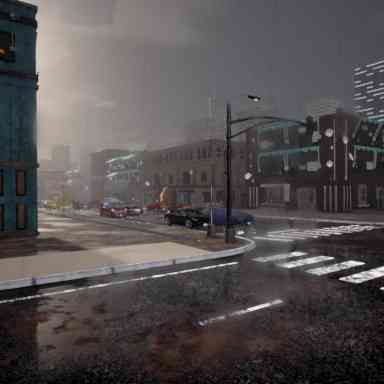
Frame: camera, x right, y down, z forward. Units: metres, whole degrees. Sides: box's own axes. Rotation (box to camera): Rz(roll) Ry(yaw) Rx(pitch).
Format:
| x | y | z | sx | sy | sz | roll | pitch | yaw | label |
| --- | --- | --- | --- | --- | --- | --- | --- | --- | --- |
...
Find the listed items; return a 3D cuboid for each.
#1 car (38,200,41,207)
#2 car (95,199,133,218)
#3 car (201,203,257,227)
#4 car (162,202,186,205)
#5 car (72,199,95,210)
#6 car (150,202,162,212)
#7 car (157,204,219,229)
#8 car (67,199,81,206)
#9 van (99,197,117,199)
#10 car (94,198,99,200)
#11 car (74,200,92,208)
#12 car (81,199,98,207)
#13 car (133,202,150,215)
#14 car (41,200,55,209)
| x | y | z | sx | sy | sz | roll | pitch | yaw | label |
| --- | --- | --- | --- | --- | --- | --- | --- | --- | --- |
| -30.738 | 2.376 | 66.778 | 2.008 | 1.369 | 4.403 | -1 | 0 | -35 | car |
| -8.311 | 1.846 | 35.184 | 1.967 | 1.590 | 4.097 | -1 | 0 | -35 | car |
| 2.334 | 1.759 | 24.682 | 2.033 | 1.411 | 5.357 | -1 | 0 | -35 | car |
| -1.476 | 1.904 | 40.037 | 1.802 | 1.307 | 4.206 | -2 | 0 | -35 | car |
| -17.699 | 2.132 | 53.073 | 2.128 | 1.511 | 4.902 | -1 | 0 | -35 | car |
| -4.679 | 1.966 | 44.550 | 1.802 | 1.307 | 4.206 | -2 | 0 | -35 | car |
| -0.374 | 1.815 | 23.799 | 1.947 | 1.339 | 4.313 | -1 | 0 | -35 | car |
| -27.110 | 2.364 | 76.144 | 1.947 | 1.339 | 4.313 | -1 | 0 | -35 | car |
| -14.298 | 1.907 | 58.090 | 1.690 | 1.788 | 3.998 | -1 | 0 | -35 | van |
| -17.503 | 1.940 | 62.603 | 2.192 | 1.841 | 5.009 | -1 | 0 | -35 | car |
| -20.440 | 2.192 | 62.288 | 1.812 | 1.442 | 4.674 | -1 | 0 | -35 | car |
| -20.702 | 2.228 | 67.117 | 1.887 | 1.381 | 4.507 | -1 | 0 | -35 | car |
| -7.230 | 1.892 | 38.161 | 2.128 | 1.511 | 4.902 | -1 | 0 | -35 | car |
| -24.231 | 2.233 | 57.612 | 1.752 | 1.417 | 4.829 | -1 | 0 | -35 | car |
